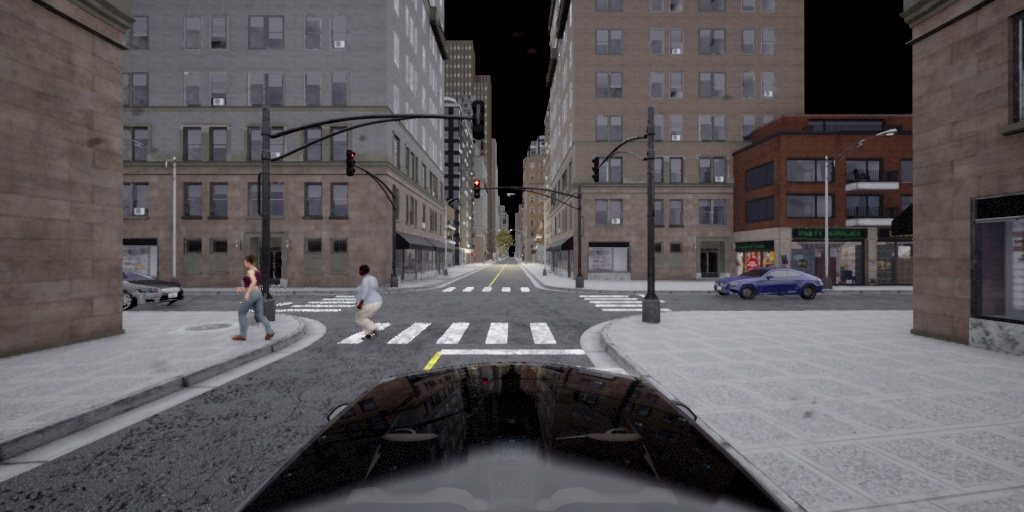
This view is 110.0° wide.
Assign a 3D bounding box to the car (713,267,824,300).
[{"bbox_3d":[12.137,1.261,17.065,4.674,1.442,1.812,0,0,-2],"label":"car"}]

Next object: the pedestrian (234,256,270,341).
[{"bbox_3d":[-5.586,0.891,7.711,0.375,1.860,0.375,0,0,0],"label":"pedestrian"}]

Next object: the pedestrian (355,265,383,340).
[{"bbox_3d":[-3.309,1.044,8.309,0.375,1.860,0.375,0,0,0],"label":"pedestrian"}]

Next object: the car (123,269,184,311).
[{"bbox_3d":[-15.569,1.252,13.866,4.902,1.511,2.128,0,0,0],"label":"car"}]
